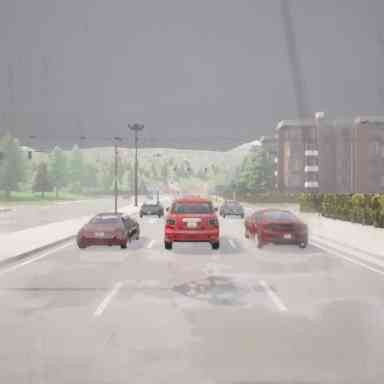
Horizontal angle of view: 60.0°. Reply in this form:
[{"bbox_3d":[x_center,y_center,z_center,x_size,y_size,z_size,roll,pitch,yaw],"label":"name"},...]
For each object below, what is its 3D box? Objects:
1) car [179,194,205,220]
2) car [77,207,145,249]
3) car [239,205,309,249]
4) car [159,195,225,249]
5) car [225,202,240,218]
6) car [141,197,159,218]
[{"bbox_3d":[-0.011,1.255,29.678,2.150,2.045,5.566,0,0,0],"label":"car"},{"bbox_3d":[-3.500,1.569,14.589,1.994,1.385,4.181,0,0,0],"label":"car"},{"bbox_3d":[3.500,1.482,14.589,1.882,1.535,5.008,0,0,0],"label":"car"},{"bbox_3d":[0.000,1.255,14.619,2.150,2.045,5.566,0,0,0],"label":"car"},{"bbox_3d":[3.489,1.561,29.671,2.033,1.411,5.357,0,0,0],"label":"car"},{"bbox_3d":[-3.510,1.493,29.626,2.128,1.511,4.902,0,0,0],"label":"car"}]
